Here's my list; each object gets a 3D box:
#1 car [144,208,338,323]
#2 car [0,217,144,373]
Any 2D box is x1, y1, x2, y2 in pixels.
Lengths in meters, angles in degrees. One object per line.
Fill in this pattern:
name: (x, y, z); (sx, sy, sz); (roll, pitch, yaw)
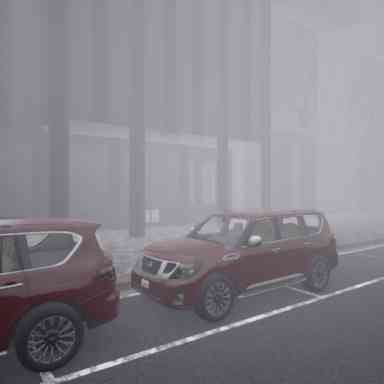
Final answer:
car: (1.210, 1.314, 7.394); (5.009, 1.841, 2.192); (0, 0, -35)
car: (-3.382, 1.315, 4.118); (5.009, 1.841, 2.192); (0, 0, -35)
